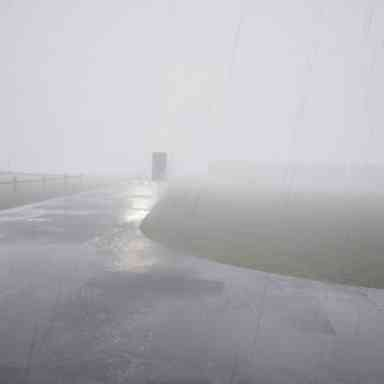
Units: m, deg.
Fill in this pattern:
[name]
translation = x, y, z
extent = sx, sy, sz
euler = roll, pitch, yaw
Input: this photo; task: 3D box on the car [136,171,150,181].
[car]
translation = -7.749, -2.569, 52.954
extent = 1.812, 1.442, 4.674
euler = 1, 4, -3
